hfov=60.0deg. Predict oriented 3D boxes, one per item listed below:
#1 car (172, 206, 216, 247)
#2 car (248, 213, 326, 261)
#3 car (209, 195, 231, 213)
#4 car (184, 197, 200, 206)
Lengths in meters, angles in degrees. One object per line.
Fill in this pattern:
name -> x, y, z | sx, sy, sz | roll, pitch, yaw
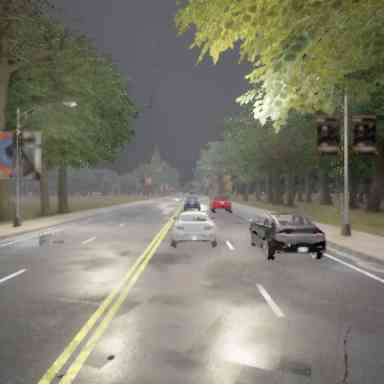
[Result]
car -> 0.089, 1.564, 15.201 | 1.812, 1.442, 4.674 | 0, 0, 0
car -> 3.345, 1.523, 12.456 | 2.128, 1.511, 4.902 | 0, 0, 0
car -> 3.282, 1.317, 38.718 | 2.150, 2.045, 5.566 | 0, 0, 0
car -> 0.013, 1.459, 43.339 | 2.097, 1.767, 4.553 | 0, 0, 0
